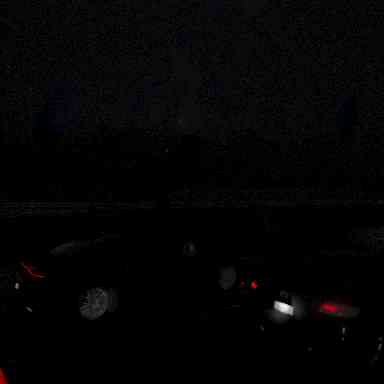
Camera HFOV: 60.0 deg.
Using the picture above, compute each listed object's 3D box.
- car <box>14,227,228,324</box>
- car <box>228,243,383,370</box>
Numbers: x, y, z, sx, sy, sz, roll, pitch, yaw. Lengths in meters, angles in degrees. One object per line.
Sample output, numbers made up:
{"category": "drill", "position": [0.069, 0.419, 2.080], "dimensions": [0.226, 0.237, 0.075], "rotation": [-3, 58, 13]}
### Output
{"category": "car", "position": [-1.054, 1.505, 7.294], "dimensions": [5.008, 1.535, 1.882], "rotation": [1, 0, -35]}
{"category": "car", "position": [2.920, 1.612, 5.830], "dimensions": [4.181, 1.385, 1.994], "rotation": [1, 0, -36]}
